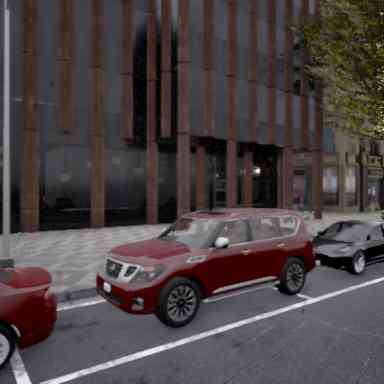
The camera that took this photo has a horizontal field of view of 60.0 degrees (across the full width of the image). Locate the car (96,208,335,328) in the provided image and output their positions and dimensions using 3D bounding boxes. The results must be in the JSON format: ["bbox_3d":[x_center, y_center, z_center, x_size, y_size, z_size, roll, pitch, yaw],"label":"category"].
[{"bbox_3d":[0.591,1.318,7.186,5.009,1.841,2.192,0,0,-36],"label":"car"}]

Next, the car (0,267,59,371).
[{"bbox_3d":[-4.001,1.545,3.911,4.507,1.381,1.887,0,0,-36],"label":"car"}]

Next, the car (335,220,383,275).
[{"bbox_3d":[5.182,1.571,10.462,4.313,1.339,1.947,0,0,-36],"label":"car"}]
